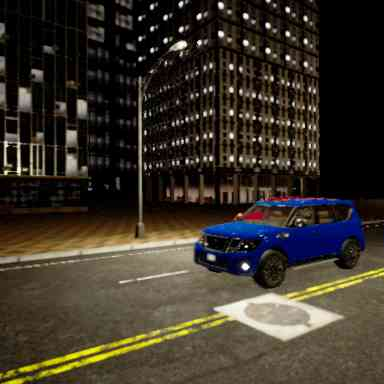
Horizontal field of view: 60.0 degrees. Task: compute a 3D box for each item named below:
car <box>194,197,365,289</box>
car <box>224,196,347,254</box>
[{"bbox_3d":[2.726,1.228,9.551,5.566,2.045,2.150,0,0,-35],"label":"car"},{"bbox_3d":[4.248,1.228,14.579,5.566,2.045,2.150,0,0,-35],"label":"car"}]
